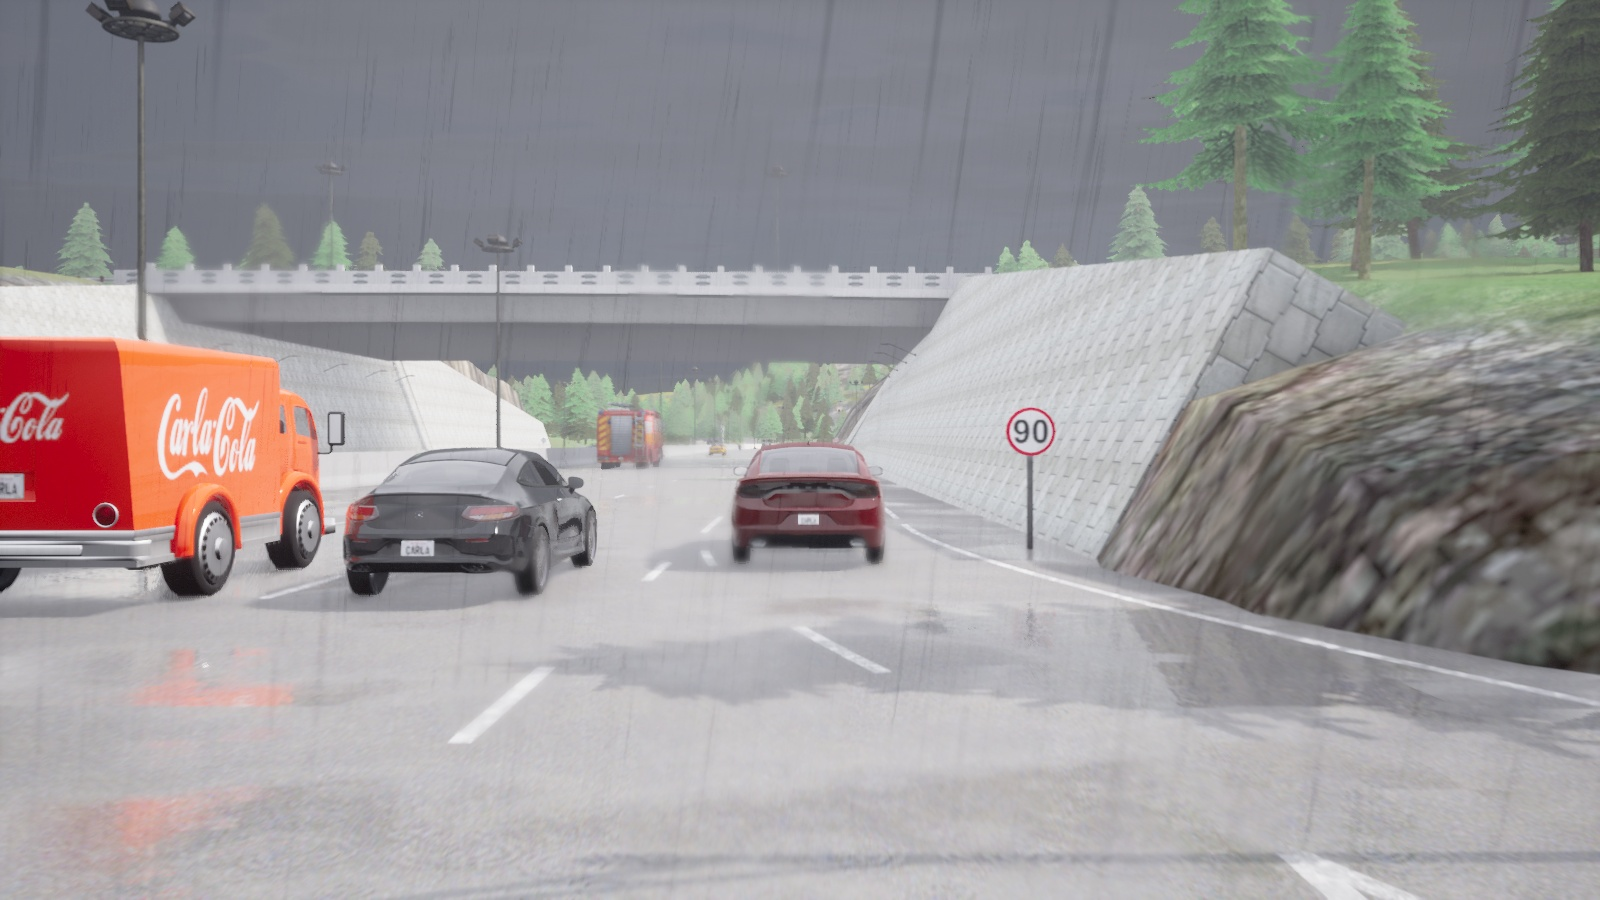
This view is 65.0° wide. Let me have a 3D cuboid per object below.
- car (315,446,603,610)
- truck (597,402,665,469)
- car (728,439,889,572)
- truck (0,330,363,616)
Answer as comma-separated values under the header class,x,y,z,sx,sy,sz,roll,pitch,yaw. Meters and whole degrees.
class,x,y,z,sx,sy,sz,roll,pitch,yaw
car,-3.408,0.693,13.549,1.812,1.442,4.674,0,0,0
truck,-10.054,-0.852,75.435,2.891,3.827,8.468,0,0,0
car,0.113,0.627,17.180,1.882,1.535,5.008,0,1,0
truck,-6.908,0.180,13.435,2.627,2.467,5.204,0,0,0
